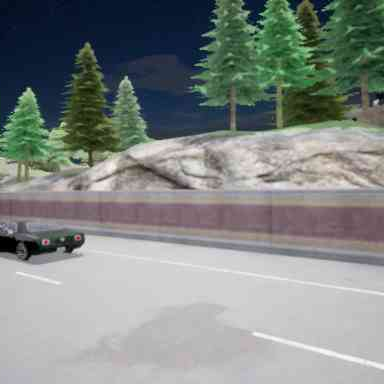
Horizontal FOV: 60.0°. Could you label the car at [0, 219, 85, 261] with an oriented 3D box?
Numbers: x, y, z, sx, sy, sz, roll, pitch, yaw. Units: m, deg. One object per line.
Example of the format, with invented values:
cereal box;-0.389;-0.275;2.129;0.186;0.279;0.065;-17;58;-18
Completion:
car;-6.225;1.662;12.523;4.718;1.301;1.895;0;0;35
